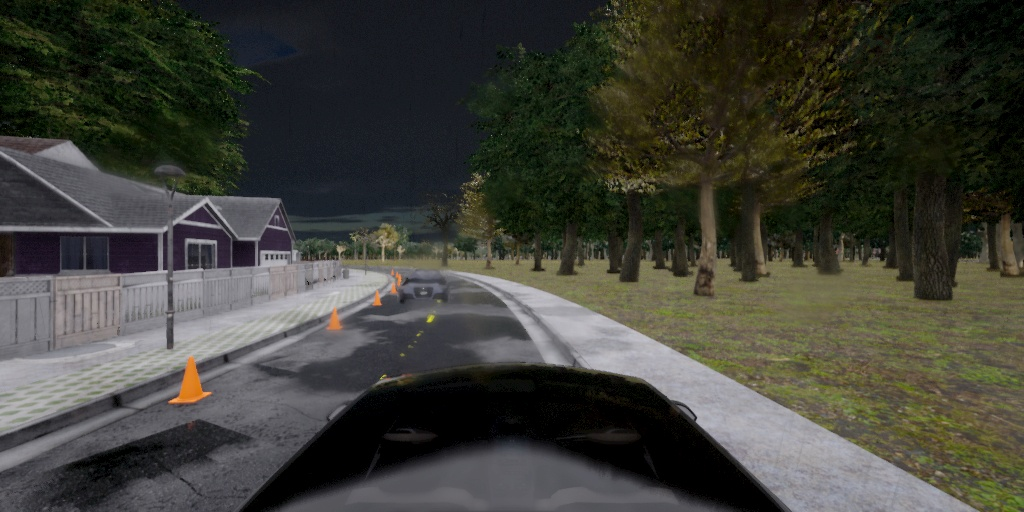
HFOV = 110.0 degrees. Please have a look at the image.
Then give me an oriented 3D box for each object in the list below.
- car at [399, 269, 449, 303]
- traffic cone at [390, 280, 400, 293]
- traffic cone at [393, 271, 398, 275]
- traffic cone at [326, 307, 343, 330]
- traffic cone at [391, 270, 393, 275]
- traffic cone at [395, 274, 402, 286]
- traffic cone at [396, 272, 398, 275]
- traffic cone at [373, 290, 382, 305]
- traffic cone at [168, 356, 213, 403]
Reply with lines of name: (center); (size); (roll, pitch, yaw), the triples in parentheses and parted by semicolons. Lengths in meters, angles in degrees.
car: (-3.946, 1.315, 16.511); (1.994, 1.385, 4.181); (0, 0, -11)
traffic cone: (-6.435, 1.707, 19.487); (0.340, 0.580, 0.340); (0, 0, -12)
traffic cone: (-10.702, 1.718, 33.425); (0.340, 0.580, 0.340); (0, 0, -22)
traffic cone: (-4.885, 1.706, 9.887); (0.340, 0.580, 0.340); (0, 0, -6)
traffic cone: (-12.626, 1.725, 37.892); (0.340, 0.580, 0.340); (0, 0, -25)
traffic cone: (-7.602, 1.709, 24.208); (0.340, 0.580, 0.340); (0, 0, -15)
traffic cone: (-9.026, 1.713, 28.859); (0.340, 0.580, 0.340); (0, 0, -19)
traffic cone: (-5.528, 1.707, 14.708); (0.340, 0.580, 0.340); (0, 0, -9)
traffic cone: (-4.506, 1.705, 5.037); (0.340, 0.580, 0.340); (0, 0, -3)
